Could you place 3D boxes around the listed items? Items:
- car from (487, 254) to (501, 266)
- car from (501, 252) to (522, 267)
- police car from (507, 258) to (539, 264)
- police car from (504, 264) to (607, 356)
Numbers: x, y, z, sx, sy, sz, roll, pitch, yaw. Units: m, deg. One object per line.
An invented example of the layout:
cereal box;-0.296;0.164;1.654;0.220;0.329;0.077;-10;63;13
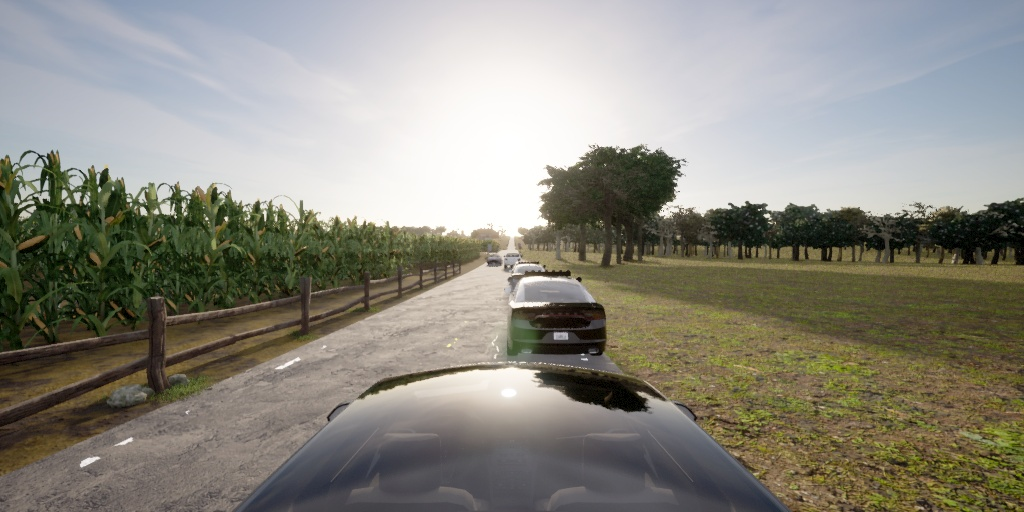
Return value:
car;-2.629;0.475;53.900;2.097;1.767;4.553;0;1;0
car;0.129;0.527;46.116;2.150;2.045;5.566;0;1;1
police car;0.865;1.090;18.722;1.930;1.638;5.238;0;0;0
police car;0.843;1.154;8.721;1.930;1.638;5.238;0;0;0
